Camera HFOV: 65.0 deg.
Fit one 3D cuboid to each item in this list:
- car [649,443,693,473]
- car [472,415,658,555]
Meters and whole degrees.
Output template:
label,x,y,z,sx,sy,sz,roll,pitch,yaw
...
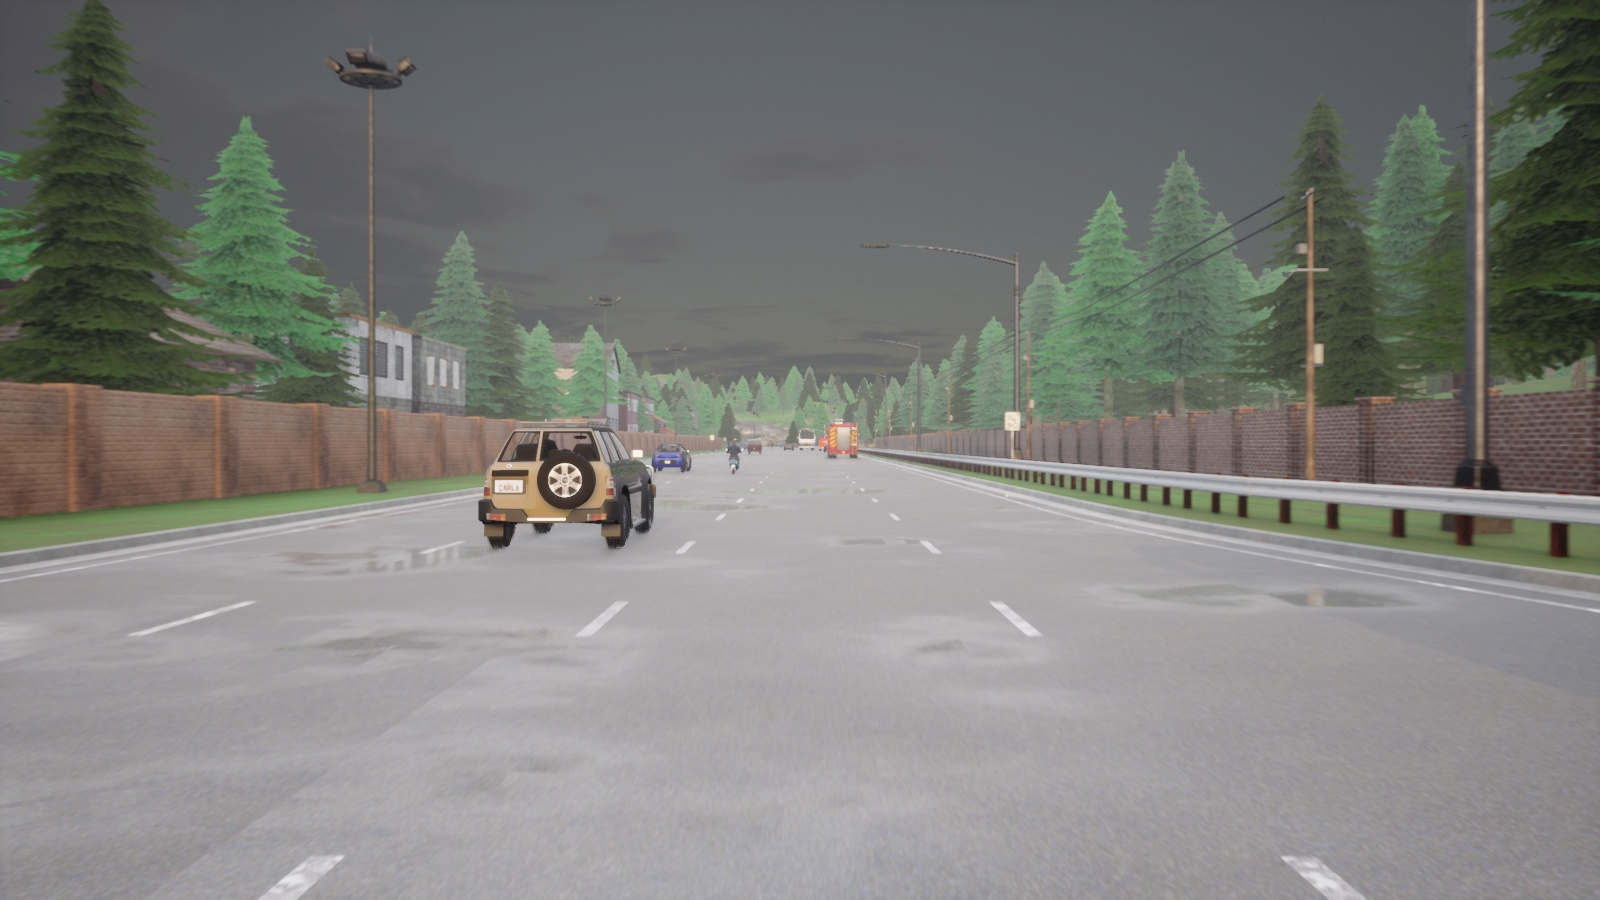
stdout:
label,x,y,z,sx,sy,sz,roll,pitch,yaw
car,-6.634,0.392,64.967,1.816,1.474,4.193,0,0,0
car,-3.381,0.454,19.005,1.932,1.855,4.605,0,0,0
